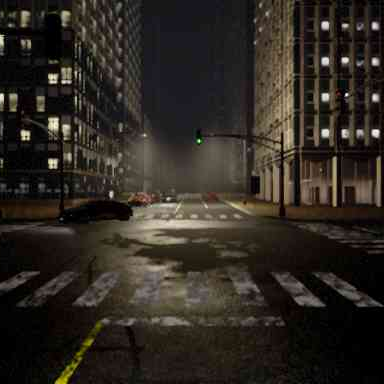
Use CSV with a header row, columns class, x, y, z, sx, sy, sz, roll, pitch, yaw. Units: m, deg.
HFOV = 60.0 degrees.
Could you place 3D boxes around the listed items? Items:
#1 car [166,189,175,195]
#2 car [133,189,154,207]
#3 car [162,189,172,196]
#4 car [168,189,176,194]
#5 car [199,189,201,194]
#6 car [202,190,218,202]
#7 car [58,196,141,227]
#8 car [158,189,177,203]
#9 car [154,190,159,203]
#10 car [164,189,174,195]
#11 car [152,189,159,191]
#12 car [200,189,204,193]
class,x,y,z,sx,sy,sz,roll,pitch,yaw
car,-5.526,-0.043,85.828,1.887,1.381,4.507,1,1,0
car,-5.613,0.778,35.658,1.967,1.590,4.097,1,1,0
car,-5.546,0.162,74.679,1.887,1.381,4.507,1,1,0
car,-5.516,-0.140,91.402,2.008,1.369,4.403,1,1,0
car,2.815,0.388,63.586,1.947,1.339,4.313,1,1,0
car,2.784,0.713,46.856,1.802,1.307,4.206,1,1,0
car,-5.614,1.174,20.029,1.812,1.442,4.674,3,3,41
car,-2.925,0.678,43.852,2.128,1.511,4.902,0,1,0
car,-5.606,0.817,41.235,1.802,1.307,4.206,1,1,0
car,-5.536,0.066,80.254,2.008,1.369,4.403,1,1,0
car,-5.591,0.447,46.804,2.192,1.841,5.009,1,1,0
car,2.806,0.447,58.179,1.752,1.417,4.829,1,1,0
